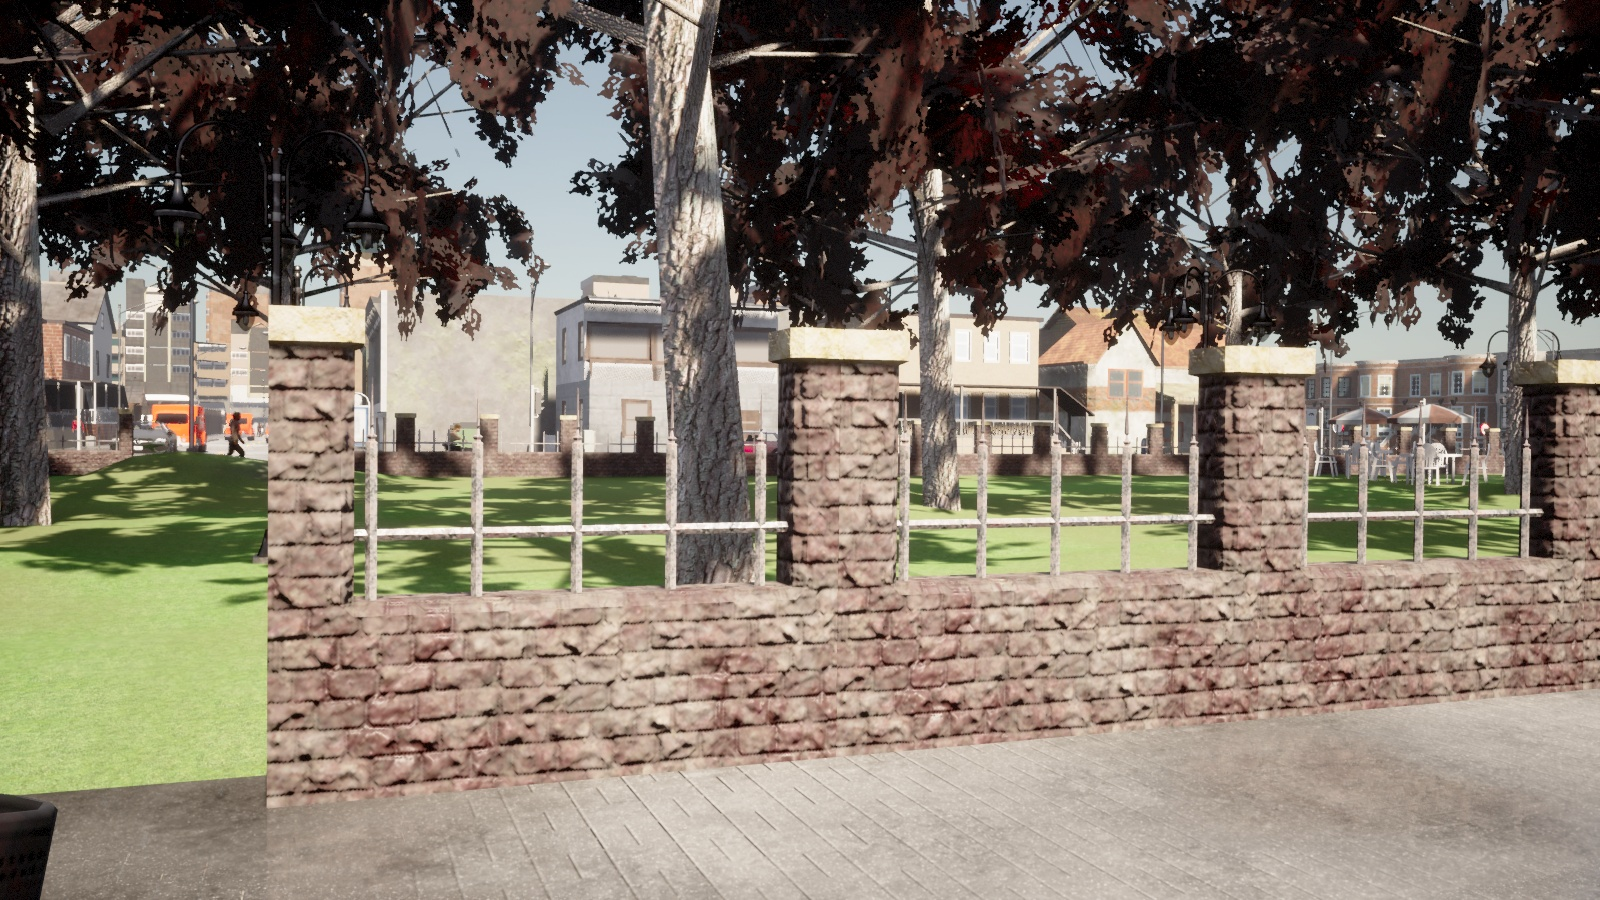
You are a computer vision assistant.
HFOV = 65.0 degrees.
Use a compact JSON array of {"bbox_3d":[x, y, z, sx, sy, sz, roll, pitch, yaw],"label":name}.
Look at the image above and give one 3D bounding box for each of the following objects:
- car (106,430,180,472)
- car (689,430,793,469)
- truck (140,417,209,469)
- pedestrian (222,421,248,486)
[{"bbox_3d":[-27.509,0.016,52.755,2.152,1.651,5.027,-1,1,-21],"label":"car"},{"bbox_3d":[-2.411,-0.045,51.313,3.806,1.475,1.970,-1,1,-21],"label":"car"},{"bbox_3d":[-31.722,-0.384,63.835,2.627,2.467,5.204,-1,1,-21],"label":"truck"},{"bbox_3d":[-16.230,0.096,36.053,0.634,1.846,0.331,-1,1,-21],"label":"pedestrian"}]
